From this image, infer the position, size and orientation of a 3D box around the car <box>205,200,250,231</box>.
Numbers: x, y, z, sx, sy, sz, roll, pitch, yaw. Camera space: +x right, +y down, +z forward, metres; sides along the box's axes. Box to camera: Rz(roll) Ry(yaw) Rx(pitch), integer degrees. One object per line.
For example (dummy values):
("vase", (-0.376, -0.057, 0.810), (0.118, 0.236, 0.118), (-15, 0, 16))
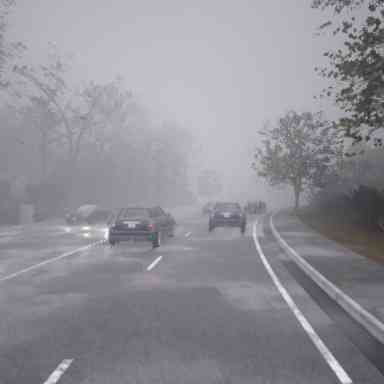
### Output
("car", (2.325, 1.346, 20.745), (2.097, 1.767, 4.553), (0, 0, 10))

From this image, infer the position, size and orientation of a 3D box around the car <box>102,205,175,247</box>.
("car", (-2.122, 1.366, 15.337), (2.097, 1.767, 4.553), (0, 0, 8))

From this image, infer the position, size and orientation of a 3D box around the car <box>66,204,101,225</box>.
("car", (-7.661, 1.621, 25.275), (1.812, 1.442, 4.674), (-1, -1, 12))

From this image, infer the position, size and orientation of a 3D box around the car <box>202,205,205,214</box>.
("car", (2.454, 1.595, 35.110), (1.994, 1.385, 4.181), (-1, 0, 18))

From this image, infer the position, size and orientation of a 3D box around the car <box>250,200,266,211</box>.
("car", (7.565, 1.564, 39.261), (1.895, 1.301, 4.718), (-1, 0, 21))

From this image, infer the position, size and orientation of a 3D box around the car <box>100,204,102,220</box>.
("car", (-4.432, 1.624, 23.612), (1.994, 1.385, 4.181), (-1, 0, 12))
